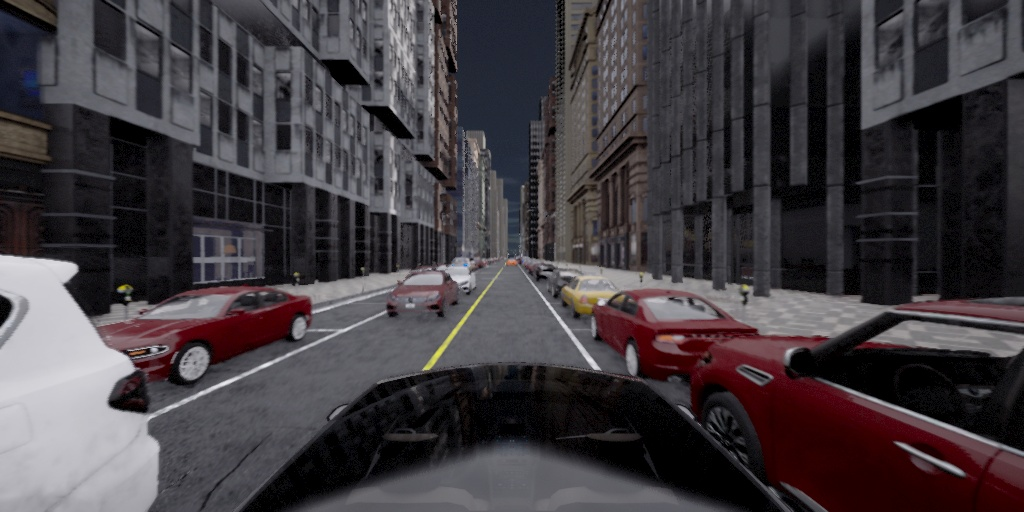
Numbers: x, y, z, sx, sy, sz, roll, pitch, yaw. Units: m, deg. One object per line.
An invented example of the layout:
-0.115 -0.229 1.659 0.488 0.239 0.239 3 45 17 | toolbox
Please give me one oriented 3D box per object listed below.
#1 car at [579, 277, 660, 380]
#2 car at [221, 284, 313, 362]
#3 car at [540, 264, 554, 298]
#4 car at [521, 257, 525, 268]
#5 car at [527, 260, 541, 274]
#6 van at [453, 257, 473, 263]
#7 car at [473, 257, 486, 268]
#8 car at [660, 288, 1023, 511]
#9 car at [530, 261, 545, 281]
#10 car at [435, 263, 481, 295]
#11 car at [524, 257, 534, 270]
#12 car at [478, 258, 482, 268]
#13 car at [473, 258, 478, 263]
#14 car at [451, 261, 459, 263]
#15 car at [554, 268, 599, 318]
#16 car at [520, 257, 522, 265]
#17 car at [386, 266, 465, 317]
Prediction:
2.759 1.293 7.058 1.888 1.381 4.507 0 0 0 | car
-5.767 1.297 7.033 1.888 1.381 4.507 0 0 0 | car
2.749 1.297 18.262 2.007 1.370 4.403 0 0 0 | car
2.722 1.189 51.871 1.967 1.591 4.097 0 0 0 | car
2.735 1.329 35.067 1.802 1.307 4.207 0 0 0 | car
-5.794 1.092 40.646 1.690 1.789 3.998 0 0 0 | van
-5.808 1.069 57.452 2.192 1.841 5.009 0 0 0 | car
2.763 1.063 1.456 2.192 1.841 5.009 0 0 0 | car
2.740 1.312 29.465 1.948 1.339 4.313 0 0 0 | car
-3.015 1.296 19.941 1.812 1.442 4.674 0 0 0 | car
2.731 1.187 40.668 1.967 1.591 4.097 0 0 0 | car
-5.804 1.335 51.849 1.802 1.307 4.207 0 0 0 | car
-5.799 1.277 46.078 1.751 1.417 4.829 0 0 0 | car
-5.785 1.332 29.441 1.802 1.307 4.207 0 0 0 | car
2.754 1.273 12.830 1.751 1.417 4.829 0 0 0 | car
2.712 1.277 63.245 1.751 1.417 4.829 0 0 0 | car
-3.093 1.275 13.300 1.812 1.442 4.674 0 0 0 | car
